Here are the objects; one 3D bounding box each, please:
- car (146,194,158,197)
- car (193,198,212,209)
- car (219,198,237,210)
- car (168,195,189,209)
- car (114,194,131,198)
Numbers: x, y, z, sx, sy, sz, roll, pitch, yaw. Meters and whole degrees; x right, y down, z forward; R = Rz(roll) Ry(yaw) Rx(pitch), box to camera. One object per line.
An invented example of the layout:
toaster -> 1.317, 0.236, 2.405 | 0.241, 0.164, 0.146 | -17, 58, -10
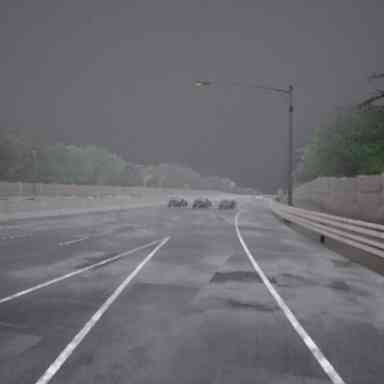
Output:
car -> -9.972, 1.295, 82.812 | 2.097, 1.767, 4.553 | 1, 0, 16
car -> 1.474, 1.546, 45.572 | 1.837, 1.490, 4.892 | 1, 0, 16
car -> 4.847, 1.567, 44.638 | 2.128, 1.511, 4.902 | 1, 0, 16
car -> -1.898, 1.511, 46.509 | 1.837, 1.490, 4.892 | 1, 0, 16
car -> -14.210, 1.242, 67.556 | 2.097, 1.767, 4.553 | 1, 0, 16
